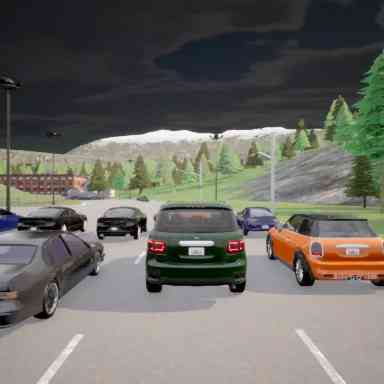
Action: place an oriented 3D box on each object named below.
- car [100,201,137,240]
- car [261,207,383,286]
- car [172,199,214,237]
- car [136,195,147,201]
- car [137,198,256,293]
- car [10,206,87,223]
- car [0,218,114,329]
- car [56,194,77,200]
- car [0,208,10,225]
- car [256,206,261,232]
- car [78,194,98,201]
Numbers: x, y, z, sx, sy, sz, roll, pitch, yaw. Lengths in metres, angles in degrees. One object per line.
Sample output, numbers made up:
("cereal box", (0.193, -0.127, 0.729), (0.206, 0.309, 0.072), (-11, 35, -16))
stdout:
("car", (-3.452, 1.478, 17.142), (1.882, 1.535, 5.008), (0, 0, 0))
("car", (3.581, 1.352, 9.543), (2.097, 1.767, 4.553), (0, 0, 0))
("car", (0.021, 1.352, 18.630), (2.097, 1.767, 4.553), (0, 0, -1))
("car", (-11.498, 1.525, 76.432), (2.128, 1.511, 4.902), (0, 0, -23))
("car", (0.082, 1.221, 9.012), (2.150, 2.045, 5.566), (0, 0, 0))
("car", (-6.959, 1.478, 17.143), (1.882, 1.535, 5.008), (0, 0, 1))
("car", (-3.413, 1.547, 7.288), (2.033, 1.411, 5.357), (0, 0, -1))
("car", (-33.117, 1.524, 87.768), (4.674, 1.442, 1.812), (0, 0, 35))
("car", (-10.453, 1.526, 17.372), (1.812, 1.442, 4.674), (0, 0, -1))
("car", (3.527, 1.526, 18.441), (1.812, 1.442, 4.674), (0, 0, -1))
("car", (-27.306, 1.524, 87.333), (4.674, 1.442, 1.812), (0, 0, 42))
